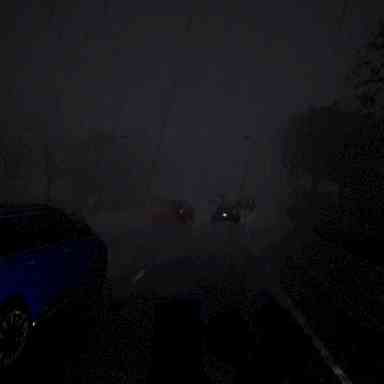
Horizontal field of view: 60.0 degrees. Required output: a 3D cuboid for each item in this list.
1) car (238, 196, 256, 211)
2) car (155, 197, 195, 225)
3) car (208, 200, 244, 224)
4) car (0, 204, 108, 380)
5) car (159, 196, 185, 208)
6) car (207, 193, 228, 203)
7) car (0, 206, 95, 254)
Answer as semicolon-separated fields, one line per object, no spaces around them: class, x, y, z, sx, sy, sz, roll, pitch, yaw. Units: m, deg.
car;6.776;1.328;41.483;2.097;1.767;4.553;0;0;17
car;-1.133;1.323;23.751;2.097;1.767;4.553;0;0;10
car;2.598;1.545;24.778;1.994;1.385;4.181;0;0;10
car;-3.178;1.209;5.644;2.150;2.045;5.566;0;0;2
car;-2.738;1.408;46.861;1.882;1.535;5.008;0;0;19
car;4.412;1.159;56.069;2.150;2.045;5.566;0;0;23
car;-6.183;1.461;14.393;2.128;1.511;4.902;0;0;6
